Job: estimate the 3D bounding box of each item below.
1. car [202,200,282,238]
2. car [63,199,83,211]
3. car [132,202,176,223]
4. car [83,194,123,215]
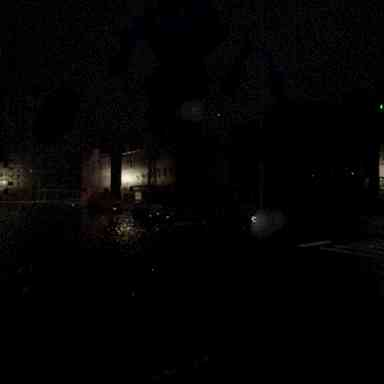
[{"bbox_3d":[2.591,1.351,17.977,2.097,1.767,4.553,0,0,-36],"label":"car"},{"bbox_3d":[-15.285,1.591,43.107,1.812,1.442,4.674,0,0,-35],"label":"car"},{"bbox_3d":[-3.100,1.545,25.924,1.812,1.442,4.674,0,0,-36],"label":"car"},{"bbox_3d":[-9.048,1.263,34.275,2.150,2.045,5.566,0,0,-36],"label":"car"}]
